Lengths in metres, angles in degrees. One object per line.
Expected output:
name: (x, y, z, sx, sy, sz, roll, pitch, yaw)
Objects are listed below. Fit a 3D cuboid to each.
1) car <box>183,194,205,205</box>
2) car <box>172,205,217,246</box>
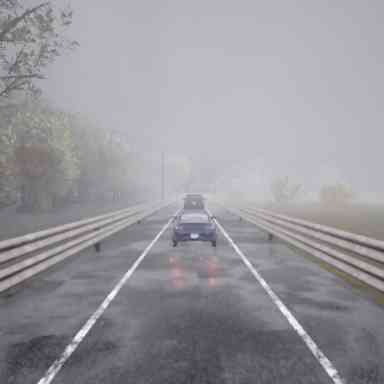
car: (0.233, 1.226, 35.602, 2.150, 2.045, 5.566, 0, 0, 0)
car: (0.111, 1.529, 15.192, 1.812, 1.442, 4.674, 0, 0, 0)
